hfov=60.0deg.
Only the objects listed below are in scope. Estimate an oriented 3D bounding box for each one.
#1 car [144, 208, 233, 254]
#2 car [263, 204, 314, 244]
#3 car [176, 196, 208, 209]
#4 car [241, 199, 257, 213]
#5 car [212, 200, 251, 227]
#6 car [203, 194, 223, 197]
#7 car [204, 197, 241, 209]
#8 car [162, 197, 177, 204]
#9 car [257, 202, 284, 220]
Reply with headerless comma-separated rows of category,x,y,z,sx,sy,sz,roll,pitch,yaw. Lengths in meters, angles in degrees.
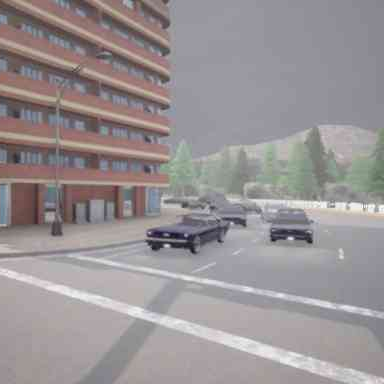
car,-0.034,1.569,13.622,1.895,1.301,4.718,0,0,23
car,4.853,1.544,16.298,2.033,1.411,5.357,0,0,17
car,0.028,1.537,42.585,1.994,1.385,4.181,0,0,-24
car,5.745,1.530,35.932,1.812,1.442,4.674,0,0,-13
car,2.776,1.533,22.852,2.033,1.411,5.357,0,0,8
car,3.545,1.498,50.752,1.837,1.490,4.892,0,0,-32
car,2.872,1.535,32.926,2.033,1.411,5.357,0,0,-7
car,-2.951,1.506,58.919,5.357,1.411,2.033,0,0,42
car,6.492,1.532,25.740,1.812,1.442,4.674,0,0,3
